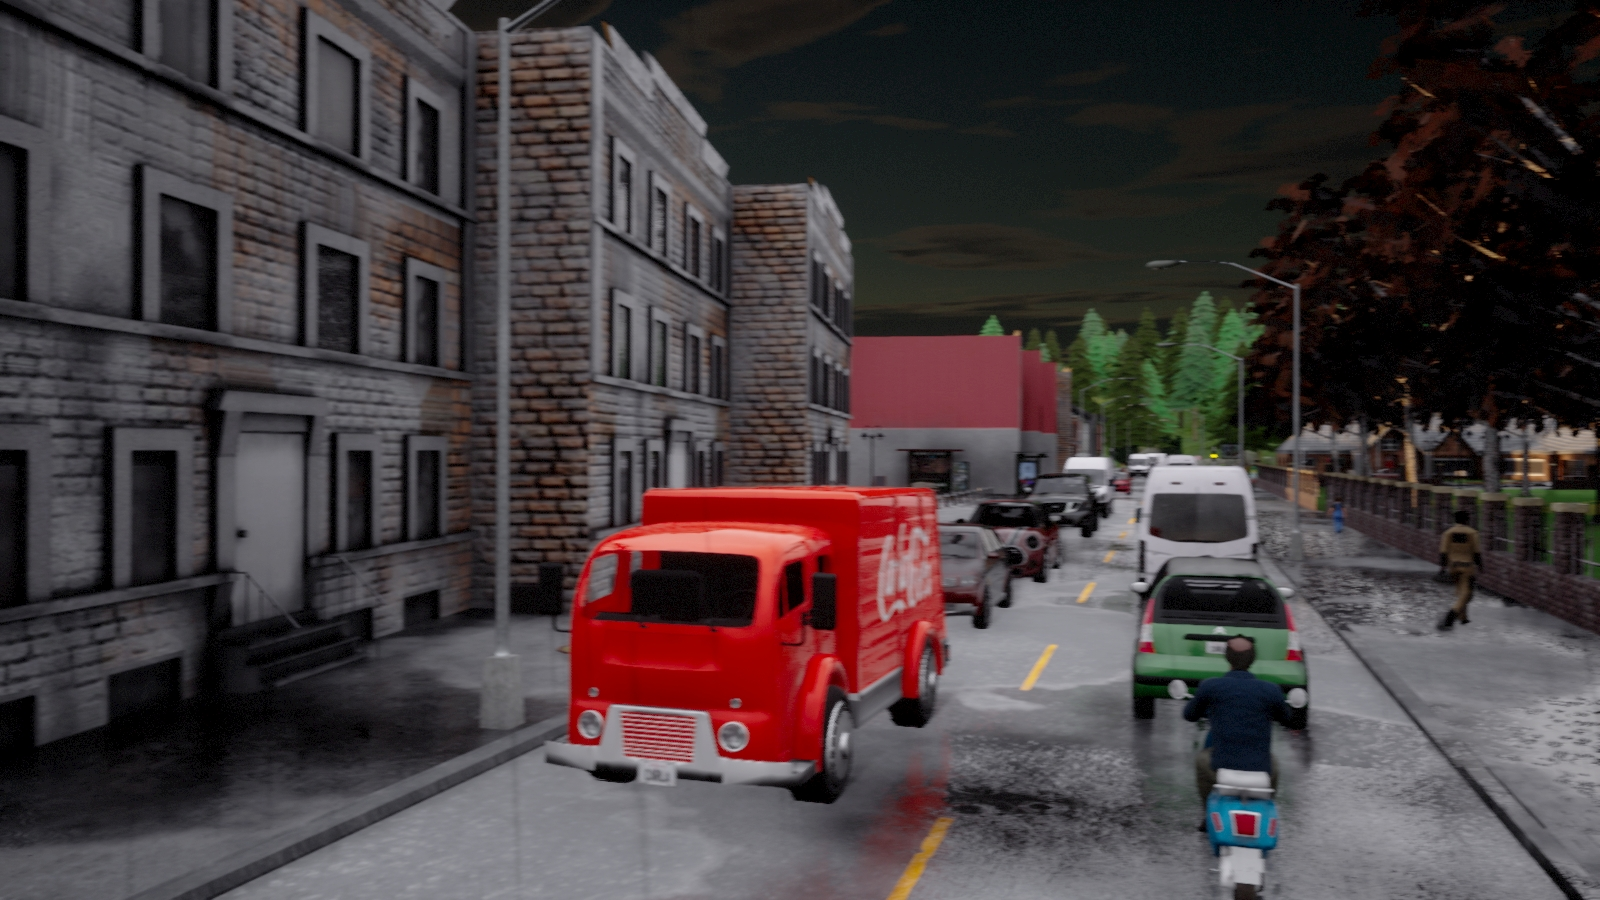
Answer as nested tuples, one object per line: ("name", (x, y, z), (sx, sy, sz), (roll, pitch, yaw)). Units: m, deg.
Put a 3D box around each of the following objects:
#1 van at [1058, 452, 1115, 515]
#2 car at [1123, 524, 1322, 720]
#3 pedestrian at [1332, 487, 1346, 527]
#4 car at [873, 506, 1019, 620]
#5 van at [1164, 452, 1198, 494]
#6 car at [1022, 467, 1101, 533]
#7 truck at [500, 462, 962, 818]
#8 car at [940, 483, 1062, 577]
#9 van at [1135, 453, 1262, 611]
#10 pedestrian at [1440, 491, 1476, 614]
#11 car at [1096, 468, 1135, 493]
("van", (12.655, 1.384, 50.260), (1.988, 2.561, 5.915), (0, 0, 18))
("car", (4.770, 1.803, 13.223), (1.851, 1.617, 3.988), (0, 0, 18))
("pedestrian", (17.796, 1.883, 37.703), (0.375, 1.300, 0.375), (0, 0, 18))
("car", (2.579, 1.826, 19.470), (1.789, 1.549, 3.705), (0, 0, 18))
("van", (24.626, 1.434, 73.872), (1.988, 2.561, 5.915), (0, 0, 18))
("car", (9.016, 1.613, 39.048), (2.150, 2.045, 5.566), (0, 0, 18))
("truck", (-0.240, 1.364, 10.855), (2.627, 2.467, 5.204), (0, -1, 18))
("car", (4.660, 1.716, 25.930), (2.097, 1.767, 4.553), (0, 0, 18))
("van", (7.531, 1.351, 21.808), (1.988, 2.561, 5.915), (0, 0, 18))
("pedestrian", (10.160, 1.568, 17.636), (0.375, 1.860, 0.375), (0, 0, -40))
("car", (20.581, 1.949, 74.366), (2.231, 1.480, 4.892), (0, 0, 18))
